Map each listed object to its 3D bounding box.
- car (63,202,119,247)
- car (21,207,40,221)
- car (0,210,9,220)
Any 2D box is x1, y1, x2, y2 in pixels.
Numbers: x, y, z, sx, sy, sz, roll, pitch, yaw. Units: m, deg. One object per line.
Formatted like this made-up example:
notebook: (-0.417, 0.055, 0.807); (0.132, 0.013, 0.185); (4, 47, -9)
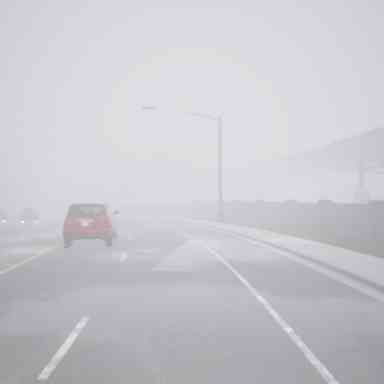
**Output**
car: (-5.018, 1.547, 16.951); (2.150, 2.045, 5.566); (0, -1, -9)
car: (-20.833, 2.763, 42.807); (2.097, 1.767, 4.553); (0, -2, -28)
car: (-25.790, 3.118, 44.570); (1.994, 1.385, 4.181); (0, -3, -32)
